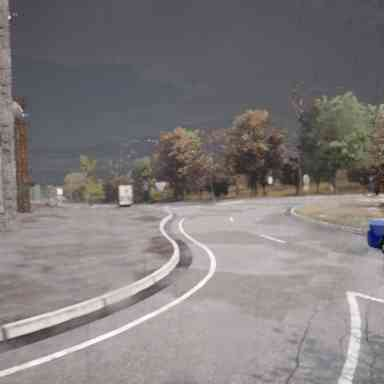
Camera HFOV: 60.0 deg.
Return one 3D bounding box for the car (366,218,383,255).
[{"bbox_3d":[7.720,1.316,9.560,1.882,1.535,5.008,-4,3,-34],"label":"car"}]
